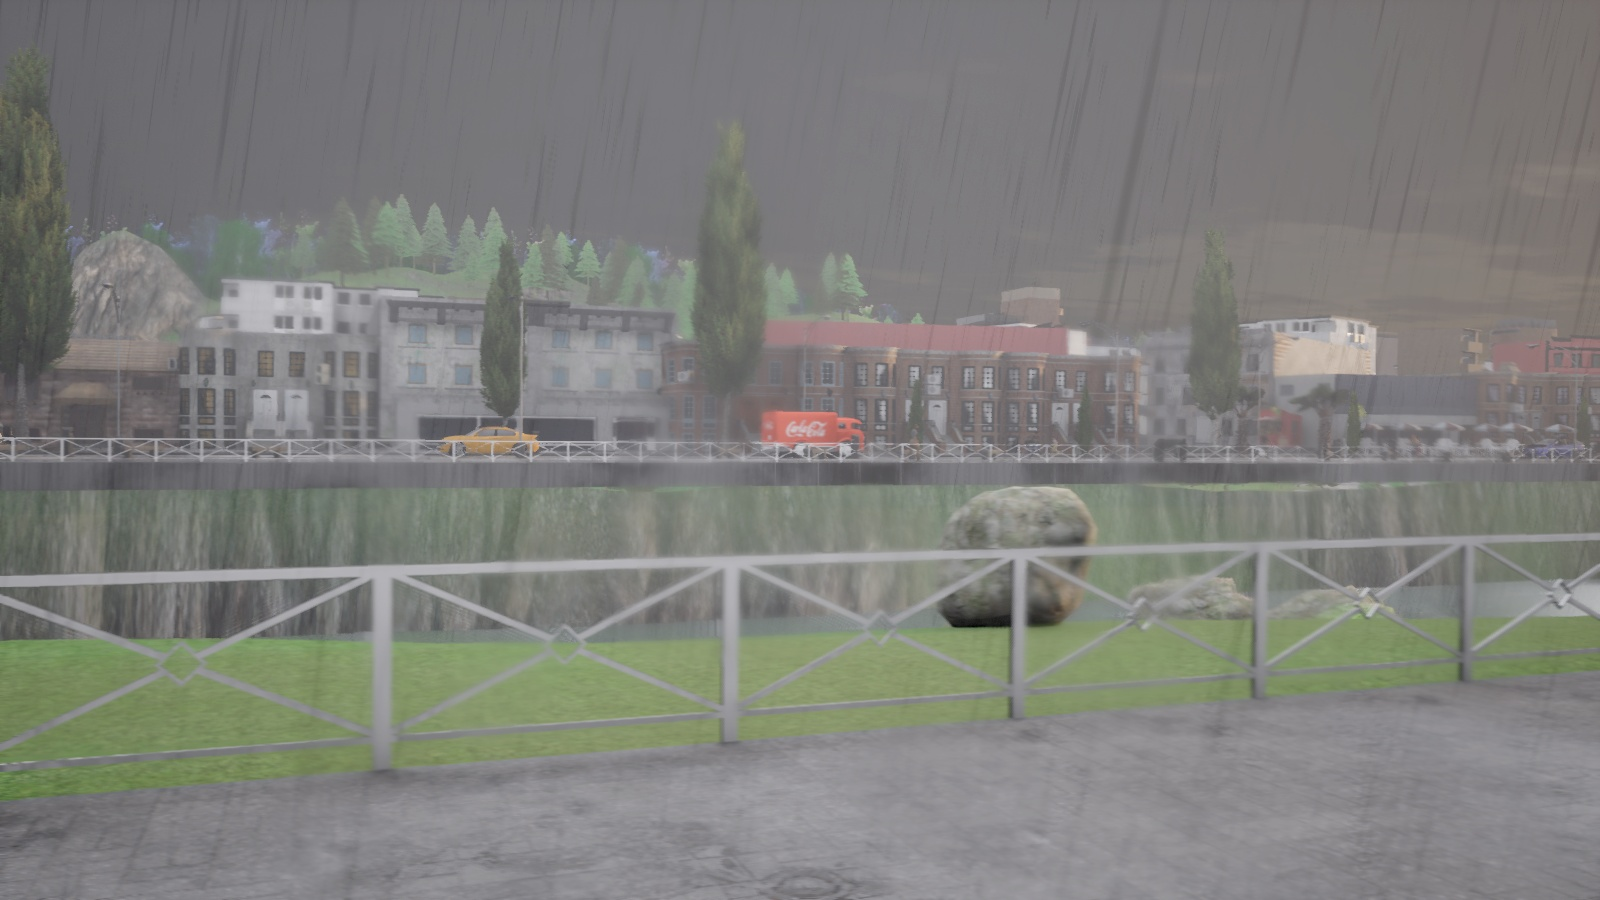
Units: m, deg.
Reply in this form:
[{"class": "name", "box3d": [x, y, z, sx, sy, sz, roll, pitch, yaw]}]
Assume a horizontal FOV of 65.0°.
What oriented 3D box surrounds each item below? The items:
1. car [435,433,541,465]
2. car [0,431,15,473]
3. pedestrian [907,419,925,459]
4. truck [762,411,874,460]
[{"class": "car", "box3d": [-15.827, -0.090, 63.708, 5.008, 1.535, 1.882, -1, 1, -21]}, {"class": "car", "box3d": [-37.575, 0.119, 55.442, 4.605, 1.855, 1.932, -1, 1, -21]}, {"class": "pedestrian", "box3d": [5.411, -0.501, 58.420, 0.694, 1.848, 0.540, -1, 1, -9]}, {"class": "truck", "box3d": [0.938, -0.769, 65.795, 5.204, 2.467, 2.627, -1, 1, -21]}]
